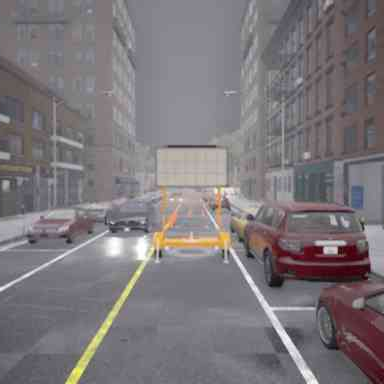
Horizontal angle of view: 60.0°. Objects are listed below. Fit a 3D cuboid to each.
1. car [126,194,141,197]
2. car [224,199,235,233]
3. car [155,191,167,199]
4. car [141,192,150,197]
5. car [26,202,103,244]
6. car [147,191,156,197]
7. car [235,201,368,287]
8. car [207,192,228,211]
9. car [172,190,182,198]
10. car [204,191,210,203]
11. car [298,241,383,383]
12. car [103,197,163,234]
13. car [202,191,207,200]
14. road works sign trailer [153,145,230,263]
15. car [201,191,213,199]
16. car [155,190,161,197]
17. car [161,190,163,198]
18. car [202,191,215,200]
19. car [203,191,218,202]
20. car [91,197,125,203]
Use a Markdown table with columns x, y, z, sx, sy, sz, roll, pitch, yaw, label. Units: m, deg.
| x | y | z | sx | sy | sz | roll | pitch | yaw | label |
| --- | --- | --- | --- | --- | --- | --- | --- | --- | --- |
| -5.406 | 1.058 | 25.253 | 1.887 | 1.381 | 4.507 | 0 | 1 | 0 | car |
| 2.623 | 1.246 | 14.397 | 1.752 | 1.417 | 4.829 | 0 | 1 | 0 | car |
| -5.431 | 0.478 | 58.361 | 1.802 | 1.307 | 4.206 | 0 | 1 | 0 | car |
| -5.410 | 0.974 | 30.771 | 1.947 | 1.339 | 4.313 | 0 | 1 | 0 | car |
| -5.397 | 1.307 | 14.218 | 1.802 | 1.307 | 4.206 | 0 | 1 | 0 | car |
| -5.414 | 0.855 | 36.288 | 2.008 | 1.369 | 4.403 | 0 | 1 | 0 | car |
| 2.632 | 1.145 | 8.707 | 2.192 | 1.841 | 5.009 | 0 | 1 | 0 | car |
| 2.615 | 0.989 | 30.781 | 1.802 | 1.307 | 4.206 | 0 | 1 | 0 | car |
| -2.796 | 0.314 | 62.420 | 1.882 | 1.535 | 5.008 | 0 | 1 | 0 | car |
| 2.611 | 0.885 | 36.298 | 1.802 | 1.307 | 4.206 | 0 | 1 | 0 | car |
| 2.636 | 1.518 | 3.195 | 1.802 | 1.307 | 4.206 | 0 | 1 | 0 | car |
| -2.861 | 1.214 | 17.256 | 2.033 | 1.411 | 5.357 | 0 | 1 | 0 | car |
| 2.606 | 0.723 | 41.985 | 1.752 | 1.417 | 4.829 | 0 | 1 | 0 | car |
| -0.008 | 0.249 | 11.056 | 2.380 | 3.560 | 2.880 | 0 | 1 | 0 | road works sign trailer |
| 2.594 | 0.462 | 58.368 | 1.947 | 1.339 | 4.313 | 0 | 1 | 0 | car |
| -5.418 | 0.641 | 41.804 | 1.967 | 1.590 | 4.097 | 0 | 1 | 0 | car |
| -5.423 | 0.628 | 47.153 | 1.752 | 1.417 | 4.829 | 0 | 1 | 0 | car |
| 2.598 | 0.579 | 52.850 | 1.802 | 1.307 | 4.206 | 0 | 1 | 0 | car |
| 2.602 | 0.643 | 47.332 | 1.887 | 1.381 | 4.507 | 0 | 1 | 0 | car |
| -5.402 | 1.170 | 19.735 | 2.008 | 1.369 | 4.403 | 0 | 1 | 0 | car |
